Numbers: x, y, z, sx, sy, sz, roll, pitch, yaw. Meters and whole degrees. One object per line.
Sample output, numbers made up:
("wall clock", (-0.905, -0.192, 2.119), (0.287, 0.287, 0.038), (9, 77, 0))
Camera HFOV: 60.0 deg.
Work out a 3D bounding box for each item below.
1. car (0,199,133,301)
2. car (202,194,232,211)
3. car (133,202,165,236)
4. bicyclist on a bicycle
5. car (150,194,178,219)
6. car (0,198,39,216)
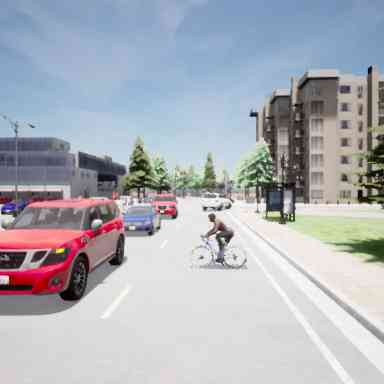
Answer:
("car", (-3.302, 1.220, 8.708), (2.150, 2.045, 5.566), (0, 0, 2))
("car", (3.088, 1.212, 40.543), (2.150, 2.045, 5.566), (0, 0, 24))
("car", (-2.861, 1.524, 18.746), (1.812, 1.442, 4.674), (0, 0, 2))
("bicyclist on a bicycle", (0.753, 1.441, 9.654), (1.656, 1.620, 0.582), (-1, 0, 2))
("car", (-2.375, 1.218, 29.264), (2.150, 2.045, 5.566), (0, 0, 0))
("car", (-16.210, 1.370, 31.303), (1.845, 1.501, 3.633), (0, 0, 3))
